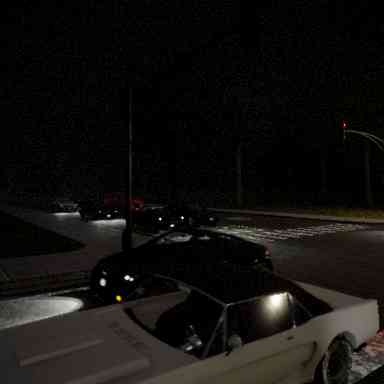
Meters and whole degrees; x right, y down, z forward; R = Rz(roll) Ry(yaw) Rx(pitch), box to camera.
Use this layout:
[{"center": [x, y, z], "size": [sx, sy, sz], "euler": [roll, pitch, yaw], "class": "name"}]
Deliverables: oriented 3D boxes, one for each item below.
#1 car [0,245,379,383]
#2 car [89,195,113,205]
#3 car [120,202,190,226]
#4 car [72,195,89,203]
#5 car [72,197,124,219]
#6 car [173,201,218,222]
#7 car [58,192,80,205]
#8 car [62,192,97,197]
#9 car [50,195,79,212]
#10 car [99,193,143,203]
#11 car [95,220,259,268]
[{"center": [0.023, 1.601, 3.697], "size": [4.718, 1.301, 1.895], "euler": [0, 0, -35], "class": "car"}, {"center": [-15.006, 1.313, 54.612], "size": [2.128, 1.511, 4.902], "euler": [0, 0, -36], "class": "car"}, {"center": [-2.372, 1.542, 20.230], "size": [1.895, 1.301, 4.718], "euler": [0, 0, -36], "class": "car"}, {"center": [-21.132, 1.330, 63.039], "size": [1.812, 1.442, 4.674], "euler": [0, 0, -36], "class": "car"}, {"center": [-8.031, 1.454, 28.044], "size": [2.033, 1.411, 5.357], "euler": [0, 0, -36], "class": "car"}, {"center": [-0.220, 1.410, 22.804], "size": [1.882, 1.535, 5.008], "euler": [0, 0, -35], "class": "car"}, {"center": [-21.414, 1.038, 57.735], "size": [2.150, 2.045, 5.566], "euler": [0, 0, -36], "class": "car"}, {"center": [-14.589, 1.078, 42.651], "size": [2.150, 2.045, 5.566], "euler": [0, 0, -36], "class": "car"}, {"center": [-14.065, 1.400, 36.375], "size": [1.812, 1.442, 4.674], "euler": [0, 0, -36], "class": "car"}, {"center": [-6.454, 1.116, 31.401], "size": [2.150, 2.045, 5.566], "euler": [0, 0, -36], "class": "car"}, {"center": [-0.098, 1.564, 7.596], "size": [4.181, 1.385, 1.994], "euler": [0, 0, -35], "class": "car"}]
